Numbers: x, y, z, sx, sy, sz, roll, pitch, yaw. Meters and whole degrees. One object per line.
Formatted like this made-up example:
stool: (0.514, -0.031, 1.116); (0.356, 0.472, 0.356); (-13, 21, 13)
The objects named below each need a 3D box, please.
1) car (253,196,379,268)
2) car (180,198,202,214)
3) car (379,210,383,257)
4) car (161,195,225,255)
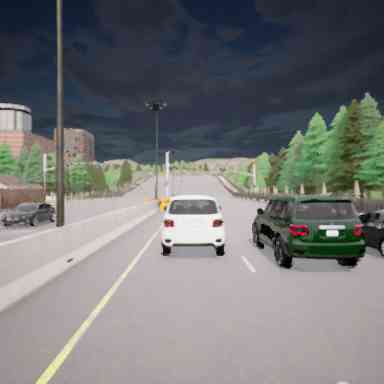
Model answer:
car: (3.543, 1.134, 11.133); (2.150, 2.045, 5.566); (0, 0, -1)
car: (-0.116, 1.341, 33.411); (2.033, 1.411, 5.357); (0, 0, 0)
car: (7.033, 1.396, 11.901); (1.837, 1.490, 4.892); (0, 0, 0)
car: (0.025, 1.139, 13.095); (2.150, 2.045, 5.566); (0, 0, 0)
